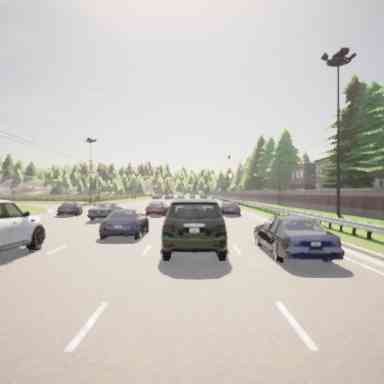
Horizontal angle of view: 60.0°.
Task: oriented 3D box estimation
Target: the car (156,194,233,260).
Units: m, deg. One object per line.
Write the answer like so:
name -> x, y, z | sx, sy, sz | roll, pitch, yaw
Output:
car -> 0.084, 1.231, 12.671 | 2.150, 2.045, 5.566 | 0, 0, 0

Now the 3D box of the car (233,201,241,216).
car -> 3.590, 1.581, 32.786 | 1.994, 1.385, 4.181 | 0, 0, 0

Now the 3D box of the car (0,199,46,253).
car -> -6.923, 1.226, 10.946 | 2.150, 2.045, 5.566 | 0, 0, 0

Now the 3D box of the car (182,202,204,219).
car -> 0.089, 1.616, 30.590 | 1.895, 1.301, 4.718 | 0, 0, 0

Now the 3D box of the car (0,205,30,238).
car -> -10.408, 1.500, 16.755 | 2.128, 1.511, 4.902 | 0, 0, 0

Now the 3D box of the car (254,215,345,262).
car -> 3.583, 1.554, 12.101 | 2.033, 1.411, 5.357 | 0, 0, 0

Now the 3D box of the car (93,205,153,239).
car -> -3.408, 1.573, 17.325 | 1.994, 1.385, 4.181 | 0, 0, 0

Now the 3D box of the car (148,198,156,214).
car -> -3.409, 1.579, 32.714 | 1.994, 1.385, 4.181 | 0, 0, 0

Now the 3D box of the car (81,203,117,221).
car -> -6.917, 1.559, 27.106 | 2.033, 1.411, 5.357 | 0, 0, 0

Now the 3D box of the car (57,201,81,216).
car -> -11.940, 1.577, 32.634 | 1.994, 1.385, 4.181 | 0, 0, -13
